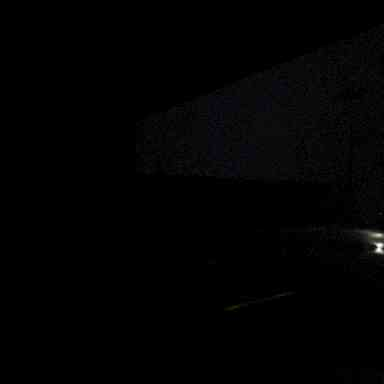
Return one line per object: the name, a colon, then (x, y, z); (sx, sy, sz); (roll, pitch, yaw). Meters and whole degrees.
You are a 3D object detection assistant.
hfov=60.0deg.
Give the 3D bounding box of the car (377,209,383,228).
car: (15.230, 1.508, 23.317); (5.566, 2.045, 2.150); (1, -1, -35)
